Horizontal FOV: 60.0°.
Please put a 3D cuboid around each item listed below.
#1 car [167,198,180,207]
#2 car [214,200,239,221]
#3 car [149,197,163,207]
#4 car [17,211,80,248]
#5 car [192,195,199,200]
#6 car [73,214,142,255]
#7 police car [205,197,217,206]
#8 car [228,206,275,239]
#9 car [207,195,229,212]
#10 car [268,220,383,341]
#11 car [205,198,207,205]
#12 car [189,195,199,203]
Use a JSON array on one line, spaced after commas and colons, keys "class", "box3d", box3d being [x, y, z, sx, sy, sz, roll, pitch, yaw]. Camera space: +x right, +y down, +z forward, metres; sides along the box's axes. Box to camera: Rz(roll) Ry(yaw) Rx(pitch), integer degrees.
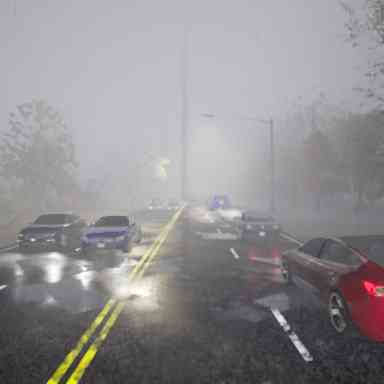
[{"class": "car", "box3d": [-3.136, 1.802, 57.069, 2.033, 1.411, 5.357, -1, 0, 1]}, {"class": "car", "box3d": [3.268, 1.698, 28.689, 1.895, 1.301, 4.718, -1, 0, 0]}, {"class": "car", "box3d": [-6.358, 1.655, 59.241, 2.097, 1.767, 4.553, -1, 0, 1]}, {"class": "car", "box3d": [-6.594, 1.746, 16.227, 1.837, 1.490, 4.892, -1, 0, 0]}, {"class": "car", "box3d": [0.972, 1.541, 93.289, 1.812, 1.442, 4.674, -1, 0, 2]}, {"class": "car", "box3d": [-3.345, 1.714, 14.547, 1.812, 1.442, 4.674, -1, 0, 0]}, {"class": "police car", "box3d": [3.459, 1.642, 61.593, 2.038, 1.542, 4.974, -1, 0, 1]}, {"class": "car", "box3d": [3.268, 1.665, 17.693, 1.895, 1.301, 4.718, 0, 0, 0]}, {"class": "car", "box3d": [3.273, 1.338, 39.692, 2.150, 2.045, 5.566, 0, -1, 0]}, {"class": "car", "box3d": [3.248, 1.549, 6.698, 2.163, 1.488, 4.792, -1, -1, 0]}, {"class": "car", "box3d": [3.334, 1.656, 50.626, 1.812, 1.442, 4.674, -1, -1, 0]}, {"class": "car", "box3d": [0.380, 1.596, 71.426, 2.033, 1.411, 5.357, -1, 0, 1]}]
